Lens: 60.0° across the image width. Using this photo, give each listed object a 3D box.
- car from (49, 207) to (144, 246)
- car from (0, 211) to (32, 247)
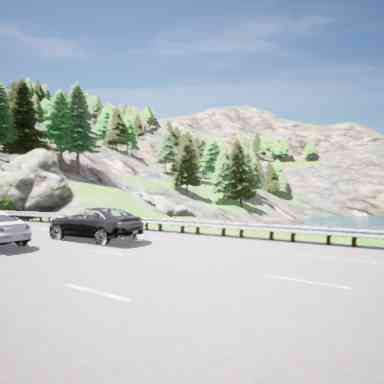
[{"bbox_3d":[-4.419,1.455,15.077,4.902,1.511,2.128,0,0,32],"label":"car"},{"bbox_3d":[-8.391,1.492,13.410,4.674,1.442,1.812,0,0,31],"label":"car"}]
